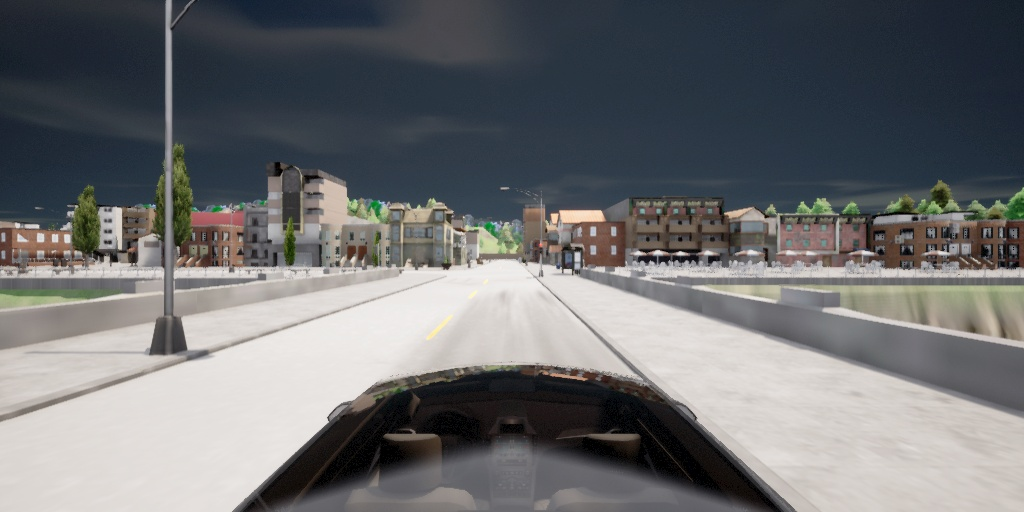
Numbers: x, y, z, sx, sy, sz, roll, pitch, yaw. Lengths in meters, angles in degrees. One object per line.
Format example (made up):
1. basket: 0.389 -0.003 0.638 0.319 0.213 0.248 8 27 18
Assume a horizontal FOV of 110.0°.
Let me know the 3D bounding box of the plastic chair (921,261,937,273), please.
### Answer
1. plastic chair: 46.800 1.245 40.353 0.730 1.272 0.750 0 0 0

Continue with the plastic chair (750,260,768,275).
1. plastic chair: 23.699 1.242 34.456 0.750 1.272 0.730 0 0 0

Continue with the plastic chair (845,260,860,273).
1. plastic chair: 36.662 1.243 38.752 0.730 1.272 0.750 0 0 0

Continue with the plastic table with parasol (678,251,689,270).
1. plastic table with parasol: 22.511 0.640 47.926 2.482 2.480 2.482 0 0 0

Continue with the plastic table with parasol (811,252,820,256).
1. plastic table with parasol: 37.430 0.641 45.414 2.482 2.480 2.482 0 0 0

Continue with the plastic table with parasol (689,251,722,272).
1. plastic table with parasol: 22.900 0.639 42.006 2.482 2.480 2.482 0 0 0

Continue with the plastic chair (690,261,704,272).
1. plastic chair: 21.700 1.243 42.056 0.730 1.272 0.750 0 0 0

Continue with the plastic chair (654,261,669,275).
1. plastic chair: 14.999 1.241 35.957 0.750 1.272 0.730 0 0 0

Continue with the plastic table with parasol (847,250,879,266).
1. plastic table with parasol: 37.790 0.640 38.664 2.482 2.480 2.482 0 0 0

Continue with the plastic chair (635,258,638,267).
1. plastic chair: 15.800 1.242 43.757 0.750 1.272 0.730 0 0 0

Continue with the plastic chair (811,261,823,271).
1. plastic chair: 37.400 1.245 43.954 0.750 1.272 0.730 0 0 0

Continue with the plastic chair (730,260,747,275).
1. plastic chair: 22.599 1.242 35.856 0.730 1.272 0.750 0 0 0

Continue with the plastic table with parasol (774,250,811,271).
1. plastic table with parasol: 30.510 0.639 39.635 2.482 2.480 2.482 0 0 0

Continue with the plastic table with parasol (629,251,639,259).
1. plastic table with parasol: 15.920 0.639 45.037 2.482 2.480 2.482 0 0 0

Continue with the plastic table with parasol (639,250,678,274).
1. plastic table with parasol: 15.169 0.637 37.217 2.482 2.480 2.482 0 0 0

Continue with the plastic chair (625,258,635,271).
1. plastic chair: 14.700 1.242 45.157 0.730 1.272 0.750 0 0 0

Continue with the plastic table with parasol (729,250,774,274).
1. plastic table with parasol: 23.799 0.638 35.806 2.482 2.480 2.482 0 0 0

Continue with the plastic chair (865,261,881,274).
1. plastic chair: 37.799 1.244 37.354 0.750 1.272 0.730 0 0 0

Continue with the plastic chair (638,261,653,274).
1. plastic chair: 13.899 1.241 37.358 0.730 1.272 0.750 0 0 0

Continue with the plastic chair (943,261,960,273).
1. plastic chair: 47.899 1.245 38.952 0.750 1.272 0.730 0 0 0

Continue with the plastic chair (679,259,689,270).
1. plastic chair: 22.501 1.243 46.456 0.750 1.272 0.730 0 0 0

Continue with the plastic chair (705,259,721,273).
1. plastic chair: 22.800 1.243 40.656 0.750 1.272 0.730 0 0 0

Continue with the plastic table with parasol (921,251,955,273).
1. plastic table with parasol: 48.000 0.641 40.452 2.482 2.480 2.482 0 0 0

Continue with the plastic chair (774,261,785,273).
1. plastic chair: 29.331 1.243 39.751 0.730 1.272 0.750 0 0 -1

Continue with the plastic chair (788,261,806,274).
1. plastic chair: 30.499 1.243 38.355 0.750 1.272 0.730 0 0 0
